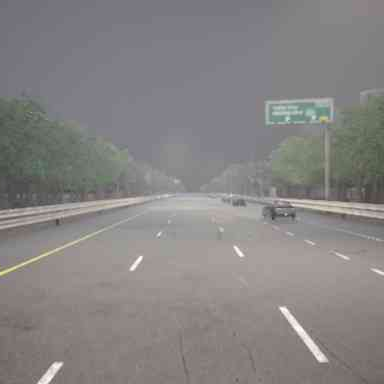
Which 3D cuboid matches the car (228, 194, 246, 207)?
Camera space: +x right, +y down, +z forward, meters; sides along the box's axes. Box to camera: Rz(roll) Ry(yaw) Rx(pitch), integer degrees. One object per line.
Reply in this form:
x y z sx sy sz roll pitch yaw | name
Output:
7.071 1.525 51.338 1.837 1.490 4.892 0 0 0 | car

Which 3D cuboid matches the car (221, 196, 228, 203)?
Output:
7.103 1.491 69.245 2.128 1.511 4.902 0 0 0 | car

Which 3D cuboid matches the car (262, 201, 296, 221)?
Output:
7.029 1.481 27.236 2.128 1.511 4.902 0 0 0 | car
